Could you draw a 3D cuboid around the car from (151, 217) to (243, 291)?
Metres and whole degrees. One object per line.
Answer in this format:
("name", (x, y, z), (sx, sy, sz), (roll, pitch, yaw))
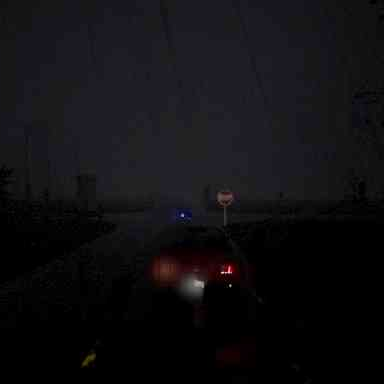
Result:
("car", (0.102, 1.594, 8.976), (1.895, 1.301, 4.718), (0, 0, 0))

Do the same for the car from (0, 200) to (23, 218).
("car", (-17.078, 1.273, 28.678), (4.553, 1.767, 2.097), (0, 0, 0))

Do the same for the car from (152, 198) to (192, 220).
("car", (-1.581, 1.453, 25.365), (1.882, 1.535, 5.008), (1, 0, -22))

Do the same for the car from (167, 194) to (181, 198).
("car", (-2.796, 1.401, 45.172), (1.882, 1.535, 5.008), (0, 0, -1))

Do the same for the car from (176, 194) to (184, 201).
("car", (-2.713, 1.294, 76.141), (1.837, 1.490, 4.892), (0, 0, 0))

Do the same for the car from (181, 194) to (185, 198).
("car", (-2.774, 1.345, 60.690), (1.882, 1.535, 5.008), (0, 0, 1))
